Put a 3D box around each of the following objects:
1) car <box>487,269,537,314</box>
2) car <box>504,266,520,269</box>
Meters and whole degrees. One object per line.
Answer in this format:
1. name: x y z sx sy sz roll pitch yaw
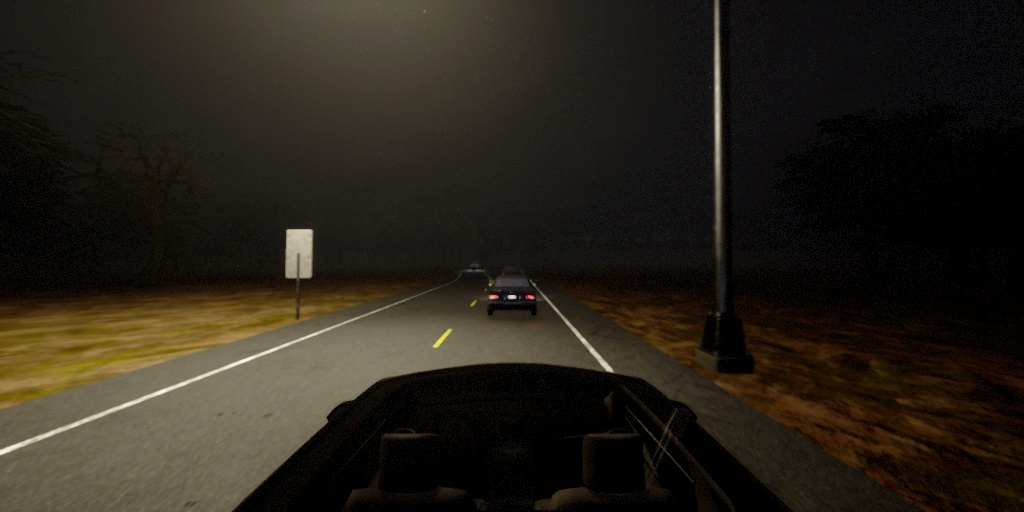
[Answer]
1. car: 0.011 1.434 14.392 2.033 1.411 5.357 0 -1 0
2. car: 0.022 1.586 30.751 1.812 1.442 4.674 0 0 0
